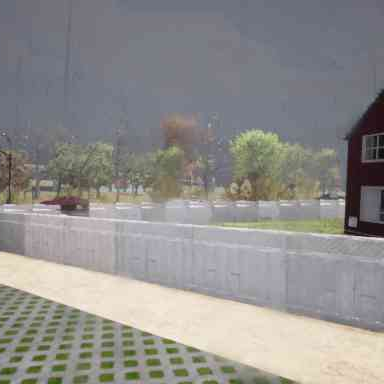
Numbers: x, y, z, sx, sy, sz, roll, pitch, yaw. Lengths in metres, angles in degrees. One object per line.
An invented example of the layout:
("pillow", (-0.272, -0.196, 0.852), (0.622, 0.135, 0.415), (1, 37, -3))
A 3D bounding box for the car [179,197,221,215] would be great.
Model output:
("car", (1.892, 1.439, 29.809), (5.357, 1.411, 2.033), (0, 2, -18))

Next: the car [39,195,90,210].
("car", (-13.441, 1.125, 35.157), (5.008, 1.535, 1.882), (0, 2, -18))

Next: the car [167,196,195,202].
("car", (-0.647, 1.152, 39.439), (4.718, 1.301, 1.895), (-1, 2, -18))

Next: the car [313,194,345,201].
("car", (18.841, 0.979, 45.858), (4.674, 1.442, 1.812), (0, 2, -18))
